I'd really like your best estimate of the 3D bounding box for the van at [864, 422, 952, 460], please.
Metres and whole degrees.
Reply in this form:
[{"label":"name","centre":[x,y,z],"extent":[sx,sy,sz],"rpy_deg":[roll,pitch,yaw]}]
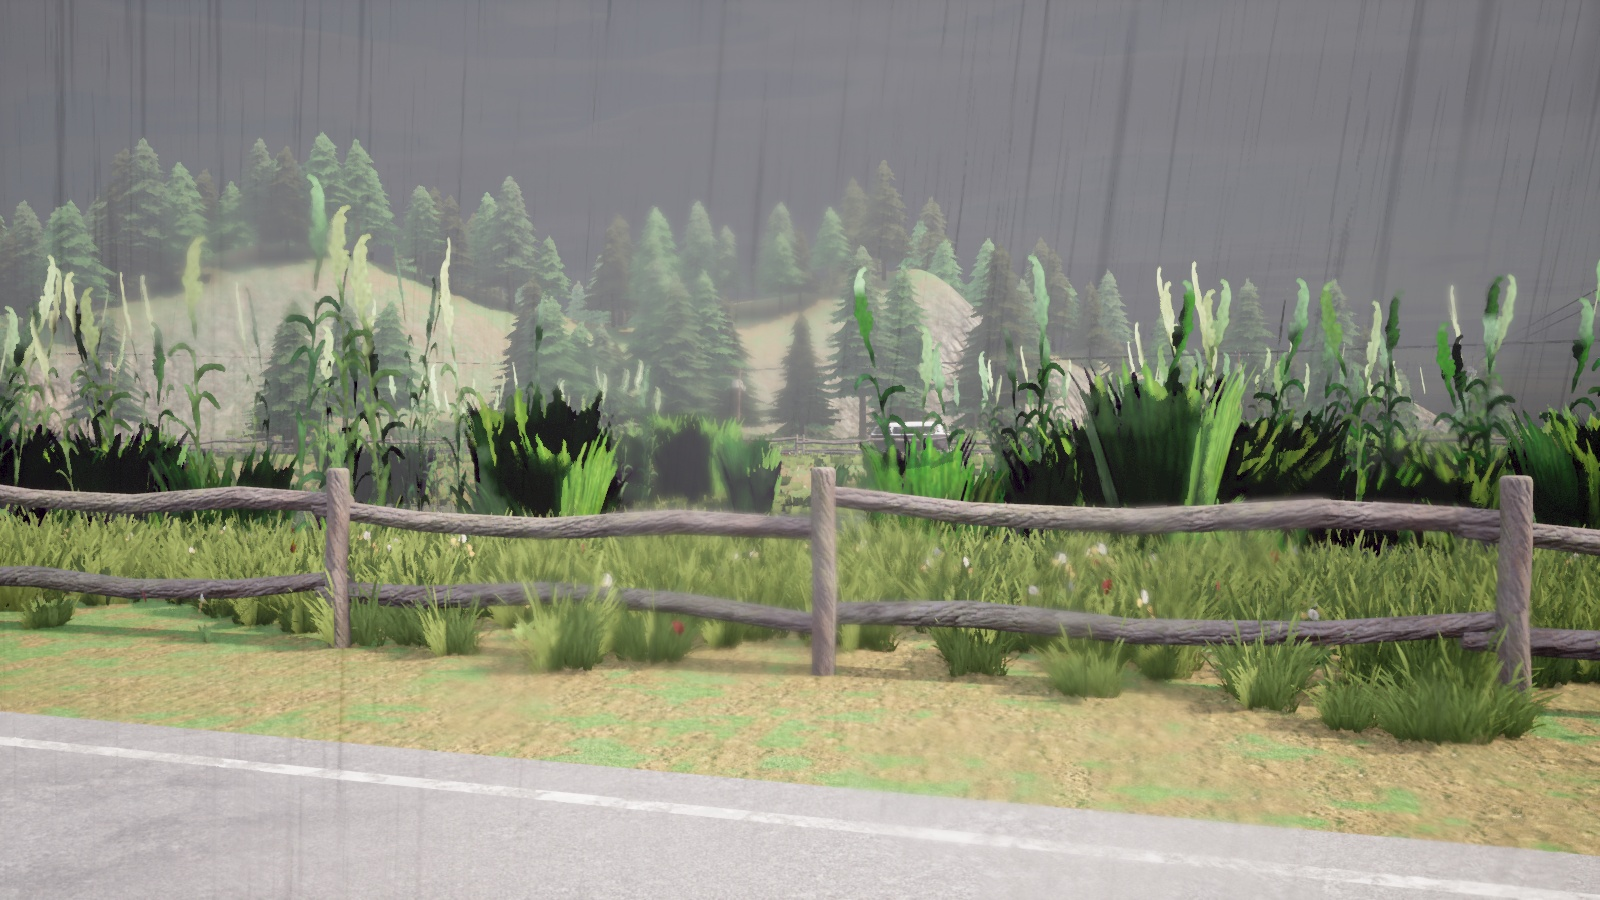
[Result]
[{"label":"van","centre":[5.974,-0.505,69.435],"extent":[4.480,2.038,2.069],"rpy_deg":[1,1,21]}]
